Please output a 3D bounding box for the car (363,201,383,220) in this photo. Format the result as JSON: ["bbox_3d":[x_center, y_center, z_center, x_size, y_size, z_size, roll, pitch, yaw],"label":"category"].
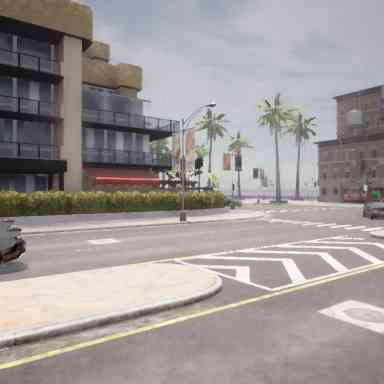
[{"bbox_3d":[15.464,1.525,27.475,1.812,1.442,4.674,1,0,17],"label":"car"}]

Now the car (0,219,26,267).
[{"bbox_3d":[-7.101,1.492,8.759,4.902,1.511,2.128,0,0,-36],"label":"car"}]

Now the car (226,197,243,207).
[{"bbox_3d":[5.755,1.504,51.583,1.837,1.490,4.892,0,0,-35],"label":"car"}]

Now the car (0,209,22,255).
[{"bbox_3d":[-8.913,1.492,11.763,4.902,1.511,2.128,0,0,-35],"label":"car"}]
